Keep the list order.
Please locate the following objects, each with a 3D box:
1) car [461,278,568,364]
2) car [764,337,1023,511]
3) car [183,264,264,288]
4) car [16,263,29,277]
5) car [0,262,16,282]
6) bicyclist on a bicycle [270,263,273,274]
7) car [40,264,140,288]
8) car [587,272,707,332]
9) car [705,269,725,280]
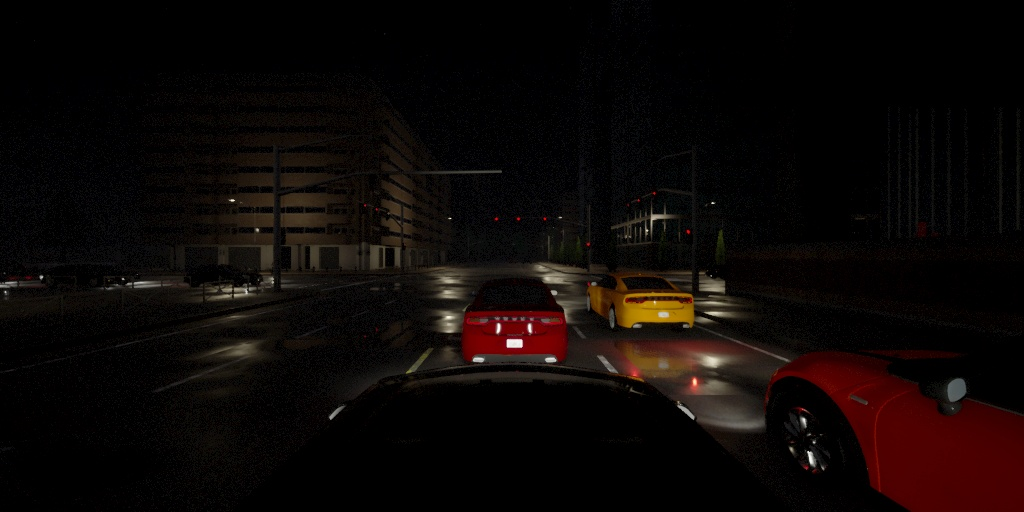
[{"bbox_3d":[0.062,1.228,8.125,1.882,1.535,5.008,0,0,0],"label":"car"},{"bbox_3d":[3.600,1.102,1.752,2.097,1.767,4.553,0,0,0],"label":"car"},{"bbox_3d":[-19.417,1.331,24.180,4.674,1.442,1.812,0,0,0],"label":"car"},{"bbox_3d":[-50.330,1.297,34.946,4.902,1.511,2.128,0,0,1],"label":"car"},{"bbox_3d":[-42.236,1.331,27.776,4.674,1.442,1.812,0,0,0],"label":"car"},{"bbox_3d":[-25.518,1.106,38.671,0.582,1.620,1.656,0,0,0],"label":"bicyclist on a bicycle"},{"bbox_3d":[-28.657,1.310,24.201,4.892,1.490,1.837,0,0,0],"label":"car"},{"bbox_3d":[3.582,1.228,10.898,1.882,1.535,5.008,0,0,0],"label":"car"},{"bbox_3d":[19.537,1.406,31.195,4.718,1.301,1.895,0,0,0],"label":"car"}]
